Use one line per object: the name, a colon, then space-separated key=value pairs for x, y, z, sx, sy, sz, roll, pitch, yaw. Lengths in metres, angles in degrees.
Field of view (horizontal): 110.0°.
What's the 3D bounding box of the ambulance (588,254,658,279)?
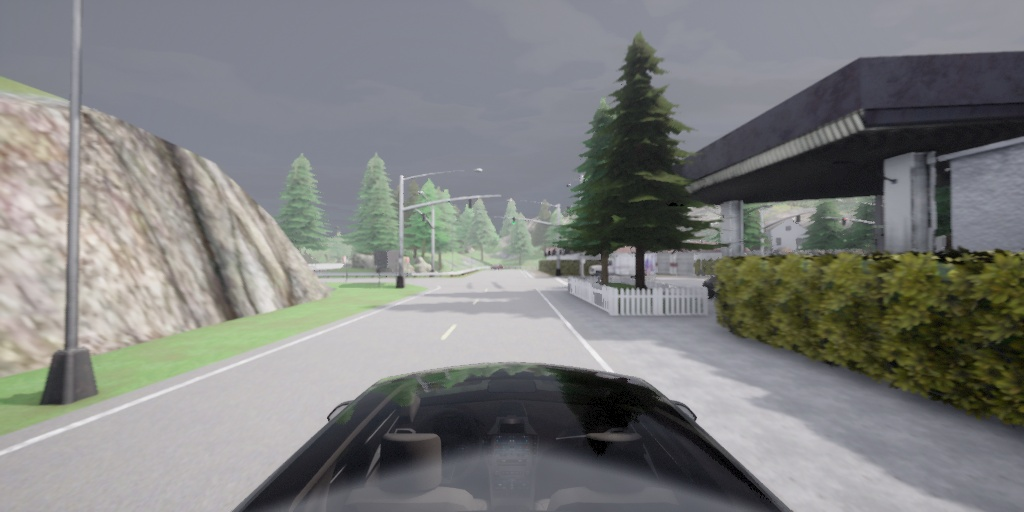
ambulance: x=10.791 y=1.054 z=35.281 sx=6.366 sy=2.431 sz=2.351 roll=0 pitch=-1 yaw=0
